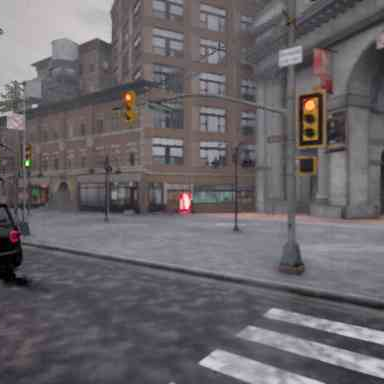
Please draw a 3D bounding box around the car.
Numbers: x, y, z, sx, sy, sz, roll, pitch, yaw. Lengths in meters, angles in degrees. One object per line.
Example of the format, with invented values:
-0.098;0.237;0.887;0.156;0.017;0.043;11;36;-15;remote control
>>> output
-6.697;1.212;8.771;5.566;2.045;2.150;0;0;36;car
